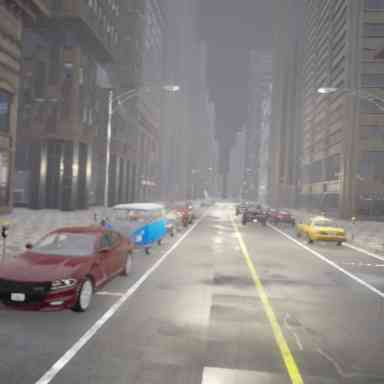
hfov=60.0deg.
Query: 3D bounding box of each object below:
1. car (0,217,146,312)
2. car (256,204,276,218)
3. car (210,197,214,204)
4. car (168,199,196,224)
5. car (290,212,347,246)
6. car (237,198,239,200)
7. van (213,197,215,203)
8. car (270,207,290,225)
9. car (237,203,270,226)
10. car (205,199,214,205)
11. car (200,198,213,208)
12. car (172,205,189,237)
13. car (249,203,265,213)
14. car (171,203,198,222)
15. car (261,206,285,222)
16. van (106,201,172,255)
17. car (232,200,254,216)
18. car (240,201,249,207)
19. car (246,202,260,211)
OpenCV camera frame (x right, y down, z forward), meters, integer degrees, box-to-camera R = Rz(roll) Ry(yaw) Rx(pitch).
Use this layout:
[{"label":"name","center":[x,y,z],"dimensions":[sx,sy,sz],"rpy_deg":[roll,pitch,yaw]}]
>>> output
[{"label":"car","center":[-2.618,1.494,7.658],"dimensions":[1.887,1.381,4.507],"rpy_deg":[3,0,5]},{"label":"car","center":[8.967,2.275,40.623],"dimensions":[1.752,1.417,4.829],"rpy_deg":[2,-1,5]},{"label":"car","center":[3.039,2.312,69.196],"dimensions":[1.947,1.339,4.313],"rpy_deg":[2,-1,5]},{"label":"car","center":[-1.065,1.477,24.443],"dimensions":[2.192,1.841,5.009],"rpy_deg":[3,0,5]},{"label":"car","center":[6.909,1.989,18.244],"dimensions":[1.752,1.417,4.829],"rpy_deg":[3,0,5]},{"label":"car","center":[13.065,2.891,85.211],"dimensions":[2.008,1.369,4.403],"rpy_deg":[2,-1,5]},{"label":"van","center":[3.563,2.161,74.792],"dimensions":[1.690,1.788,3.998],"rpy_deg":[2,-1,5]},{"label":"car","center":[7.920,2.186,29.264],"dimensions":[1.802,1.307,4.206],"rpy_deg":[3,0,5]},{"label":"car","center":[5.114,1.974,28.025],"dimensions":[1.837,1.490,4.892],"rpy_deg":[3,0,5]},{"label":"car","center":[4.582,2.535,85.979],"dimensions":[1.947,1.339,4.313],"rpy_deg":[2,-1,5]},{"label":"car","center":[2.524,2.254,63.601],"dimensions":[1.802,1.307,4.206],"rpy_deg":[2,-1,5]},{"label":"car","center":[-1.590,1.642,18.847],"dimensions":[2.008,1.369,4.403],"rpy_deg":[3,0,5]},{"label":"car","center":[9.978,2.461,51.643],"dimensions":[1.947,1.339,4.313],"rpy_deg":[2,-1,5]},{"label":"car","center":[-0.575,1.756,29.867],"dimensions":[1.752,1.417,4.829],"rpy_deg":[3,0,5]},{"label":"car","center":[8.434,2.257,34.858],"dimensions":[1.802,1.307,4.206],"rpy_deg":[3,-1,5]},{"label":"van","center":[-2.095,1.362,13.254],"dimensions":[1.690,1.788,3.998],"rpy_deg":[3,0,5]},{"label":"car","center":[6.207,2.115,40.154],"dimensions":[2.128,1.511,4.902],"rpy_deg":[3,0,6]},{"label":"car","center":[12.550,2.831,79.616],"dimensions":[1.947,1.339,4.313],"rpy_deg":[2,-1,5]},{"label":"car","center":[10.493,2.513,57.237],"dimensions":[1.887,1.381,4.507],"rpy_deg":[2,-1,5]}]
